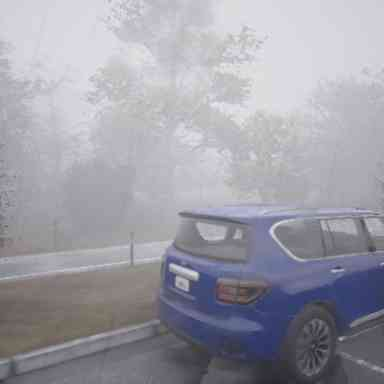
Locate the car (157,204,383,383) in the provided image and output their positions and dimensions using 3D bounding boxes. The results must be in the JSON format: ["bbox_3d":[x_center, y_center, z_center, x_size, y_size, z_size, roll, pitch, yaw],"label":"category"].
[{"bbox_3d":[2.124,1.230,5.567,5.566,2.045,2.435,0,0,-33],"label":"car"}]
